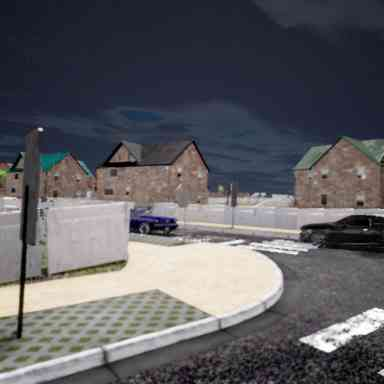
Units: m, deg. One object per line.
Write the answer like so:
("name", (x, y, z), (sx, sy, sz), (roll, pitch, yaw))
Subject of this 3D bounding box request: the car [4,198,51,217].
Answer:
("car", (-14.818, 1.353, 29.884), (4.674, 1.442, 1.812), (1, -2, 36))

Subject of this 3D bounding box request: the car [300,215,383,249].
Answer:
("car", (7.113, 1.713, 14.363), (4.674, 1.442, 1.812), (1, 0, 20))

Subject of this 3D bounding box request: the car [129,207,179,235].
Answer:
("car", (-2.982, 1.490, 17.695), (4.718, 1.301, 1.895), (1, -2, 36))

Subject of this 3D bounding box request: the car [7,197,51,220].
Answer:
("car", (-11.112, 1.118, 23.661), (4.553, 1.767, 2.097), (1, -2, 36))
